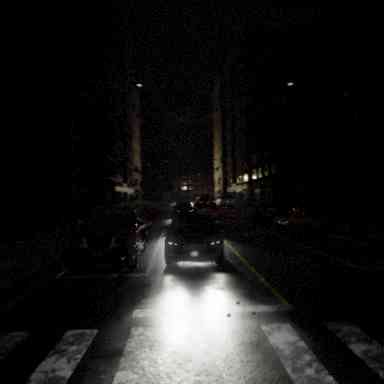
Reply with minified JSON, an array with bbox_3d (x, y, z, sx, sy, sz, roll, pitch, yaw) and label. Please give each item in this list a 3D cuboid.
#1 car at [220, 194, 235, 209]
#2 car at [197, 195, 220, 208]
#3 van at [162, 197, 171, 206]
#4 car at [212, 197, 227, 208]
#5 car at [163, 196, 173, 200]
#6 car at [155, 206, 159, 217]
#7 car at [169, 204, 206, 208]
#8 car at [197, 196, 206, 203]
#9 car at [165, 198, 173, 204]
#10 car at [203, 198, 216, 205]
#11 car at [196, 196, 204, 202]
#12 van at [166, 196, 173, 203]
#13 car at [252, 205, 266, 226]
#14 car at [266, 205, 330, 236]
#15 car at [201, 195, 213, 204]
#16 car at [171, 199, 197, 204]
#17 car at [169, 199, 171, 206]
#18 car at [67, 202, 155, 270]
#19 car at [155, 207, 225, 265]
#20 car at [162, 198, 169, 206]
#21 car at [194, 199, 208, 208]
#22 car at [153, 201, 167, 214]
[{"bbox_3d":[4.721,1.351,47.594,2.150,2.045,5.566,-1,0,-2],"label":"car"},{"bbox_3d":[1.900,1.383,42.419,2.150,2.045,5.566,-1,0,0],"label":"car"},{"bbox_3d":[-5.042,1.824,66.447,1.690,1.788,3.998,-1,0,-2],"label":"van"},{"bbox_3d":[4.462,1.661,54.559,1.882,1.535,5.008,-1,0,-2],"label":"car"},{"bbox_3d":[-4.798,1.958,60.798,1.752,1.417,4.829,-1,0,-2],"label":"car"},{"bbox_3d":[-2.926,1.673,17.155,1.887,1.381,4.507,0,0,-2],"label":"car"},{"bbox_3d":[-0.380,1.695,21.914,1.895,1.301,4.718,-1,0,-3],"label":"car"},{"bbox_3d":[2.536,1.952,88.719,1.967,1.590,4.097,-1,-1,-2],"label":"car"},{"bbox_3d":[-5.744,2.207,82.876,1.947,1.339,4.313,-1,-1,-2],"label":"car"},{"bbox_3d":[3.475,1.849,66.809,2.008,1.369,4.403,-1,-1,-2],"label":"car"},{"bbox_3d":[2.302,2.007,94.196,1.967,1.590,4.097,-1,-1,-2],"label":"car"},{"bbox_3d":[-5.981,2.037,88.355,1.690,1.788,3.998,-1,-1,-2],"label":"van"},{"bbox_3d":[5.354,1.556,22.990,1.802,1.307,4.206,0,0,-2],"label":"car"},{"bbox_3d":[5.581,1.470,17.683,1.752,1.417,4.829,0,0,-2],"label":"car"},{"bbox_3d":[3.238,1.664,72.287,2.192,1.841,5.009,-1,-1,-2],"label":"car"},{"bbox_3d":[-0.800,1.662,31.918,1.837,1.490,4.892,-1,0,-2],"label":"car"},{"bbox_3d":[-3.866,1.817,39.062,2.008,1.369,4.403,0,0,-2],"label":"car"},{"bbox_3d":[-2.692,1.414,11.679,2.192,1.841,5.009,0,0,-2],"label":"car"},{"bbox_3d":[0.053,1.532,12.043,2.128,1.511,4.902,-1,0,-1],"label":"car"},{"bbox_3d":[-3.632,1.668,33.586,1.967,1.590,4.097,0,0,-2],"label":"car"},{"bbox_3d":[1.413,1.801,52.660,1.994,1.385,4.181,-1,0,-2],"label":"car"},{"bbox_3d":[-3.396,1.737,28.108,1.887,1.381,4.507,0,0,-2],"label":"car"}]
